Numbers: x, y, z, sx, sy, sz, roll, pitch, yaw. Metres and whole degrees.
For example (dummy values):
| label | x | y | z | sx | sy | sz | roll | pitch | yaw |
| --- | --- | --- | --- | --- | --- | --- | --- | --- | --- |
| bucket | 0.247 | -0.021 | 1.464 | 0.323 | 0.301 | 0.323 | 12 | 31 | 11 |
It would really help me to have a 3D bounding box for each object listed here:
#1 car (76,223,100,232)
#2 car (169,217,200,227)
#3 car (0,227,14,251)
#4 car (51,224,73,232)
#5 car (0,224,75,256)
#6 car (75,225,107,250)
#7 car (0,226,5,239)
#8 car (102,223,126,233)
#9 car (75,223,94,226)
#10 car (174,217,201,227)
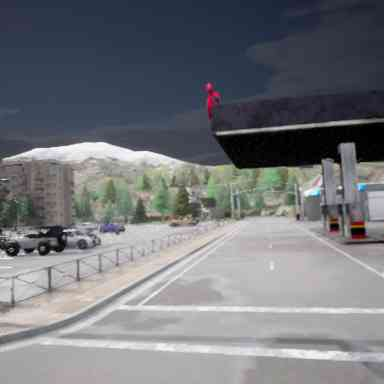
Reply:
| label | x | y | z | sx | sy | sz | roll | pitch | yaw |
| --- | --- | --- | --- | --- | --- | --- | --- | --- | --- |
| car | -19.646 | 6.629 | 62.729 | 3.806 | 1.475 | 1.970 | -4 | -4 | 12 |
| car | -1.490 | 5.320 | 58.595 | 5.027 | 1.636 | 2.152 | -4 | -4 | 12 |
| car | -17.178 | 3.895 | 26.986 | 4.605 | 1.855 | 1.932 | -4 | -4 | 12 |
| car | -26.230 | 7.267 | 67.223 | 3.633 | 1.501 | 1.845 | -4 | -4 | 12 |
| car | -10.226 | 3.181 | 22.100 | 3.866 | 1.878 | 1.905 | -4 | -4 | 12 |
| car | -8.892 | 3.593 | 25.191 | 3.806 | 1.475 | 1.970 | -4 | -4 | 12 |
| car | -30.422 | 6.049 | 49.157 | 4.605 | 1.855 | 1.932 | -4 | -4 | 12 |
| car | -11.547 | 5.215 | 48.692 | 3.633 | 1.501 | 1.845 | -4 | -4 | 12 |
| car | -13.763 | 4.685 | 38.962 | 4.514 | 1.523 | 2.007 | -4 | -4 | 12 |
| car | -0.858 | 5.493 | 61.663 | 4.514 | 1.523 | 2.007 | -4 | -4 | 12 |
